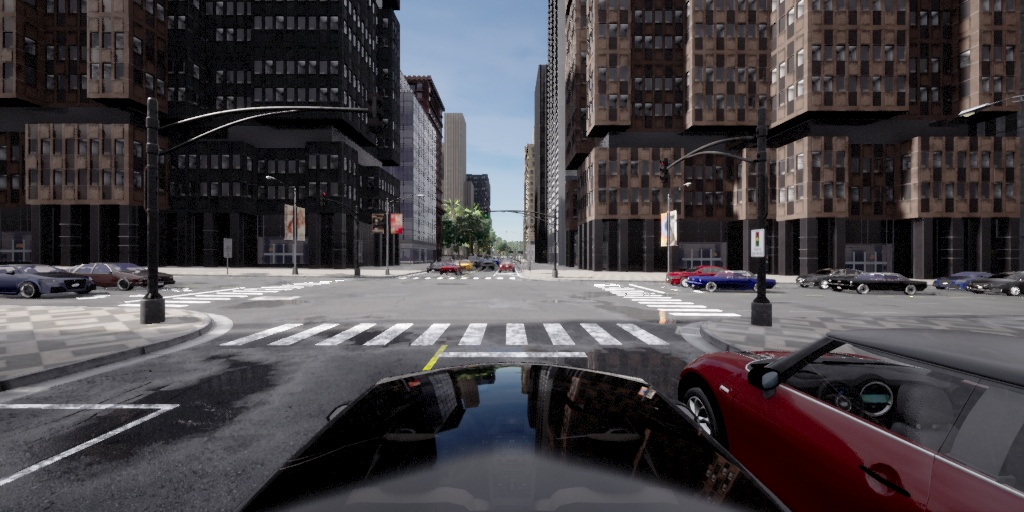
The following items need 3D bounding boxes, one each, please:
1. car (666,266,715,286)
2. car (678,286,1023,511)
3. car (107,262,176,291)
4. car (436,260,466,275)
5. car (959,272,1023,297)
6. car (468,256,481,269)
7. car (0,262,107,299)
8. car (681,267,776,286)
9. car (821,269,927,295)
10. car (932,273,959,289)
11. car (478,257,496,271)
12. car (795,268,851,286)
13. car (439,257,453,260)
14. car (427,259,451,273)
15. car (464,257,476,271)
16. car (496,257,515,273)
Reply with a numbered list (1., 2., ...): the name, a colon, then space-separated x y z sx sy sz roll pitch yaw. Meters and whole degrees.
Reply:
1. car: 13.644 1.444 25.669 5.008 1.535 1.882 1 0 0
2. car: 2.764 1.190 2.321 1.967 1.591 4.097 0 0 0
3. car: -20.949 1.030 18.798 5.357 1.411 2.033 1 0 2
4. car: -6.462 1.348 38.486 1.895 1.301 4.718 0 0 1
5. car: 31.794 1.737 22.511 4.892 1.490 1.837 0 0 0
6. car: -6.557 1.015 59.219 2.150 2.045 5.566 0 0 0
7. car: -20.881 1.052 15.513 4.181 1.385 1.994 1 0 0
8. car: 13.526 1.569 22.412 4.718 1.301 1.895 1 0 0
9. car: 22.692 1.702 22.467 4.718 1.301 1.895 1 0 0
10. car: 33.112 1.813 25.775 4.181 1.385 1.994 1 0 -1
11. car: -3.326 1.280 51.172 1.837 1.490 4.892 0 0 0
12. car: 23.135 1.609 25.717 4.892 1.490 1.837 1 0 0
13. car: -9.166 1.085 49.085 2.192 1.841 5.009 0 0 0
14. car: -9.131 1.324 43.659 1.948 1.339 4.313 0 0 0
15. car: -6.496 1.247 48.881 1.882 1.535 5.008 0 0 0
16. car: -0.606 1.198 43.712 1.967 1.591 4.097 0 0 0
